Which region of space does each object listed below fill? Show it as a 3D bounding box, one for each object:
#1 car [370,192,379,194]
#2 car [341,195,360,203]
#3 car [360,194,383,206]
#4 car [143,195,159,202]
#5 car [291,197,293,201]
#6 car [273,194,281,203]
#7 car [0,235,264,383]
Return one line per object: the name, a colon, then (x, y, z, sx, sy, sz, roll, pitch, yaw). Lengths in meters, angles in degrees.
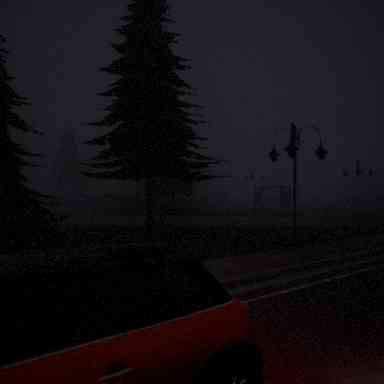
car: (39.516, 1.288, 71.681, 2.007, 1.523, 4.514, 0, 0, -36)
car: (31.357, 1.313, 65.911, 1.845, 1.501, 3.633, 0, 0, -36)
car: (27.978, 1.381, 49.998, 1.970, 1.475, 3.806, 0, 0, -36)
car: (-8.405, 1.357, 65.212, 2.097, 1.767, 4.553, 0, 0, 28)
car: (17.256, 1.328, 65.278, 2.152, 1.636, 5.027, 0, 0, -36)
car: (14.733, 1.339, 63.414, 2.007, 1.523, 4.514, 0, 0, -36)
car: (-1.541, 1.353, 2.863, 4.553, 1.767, 2.097, 0, 0, -35)
